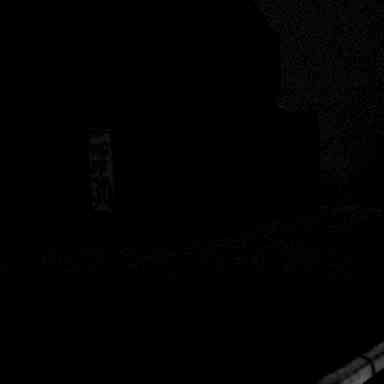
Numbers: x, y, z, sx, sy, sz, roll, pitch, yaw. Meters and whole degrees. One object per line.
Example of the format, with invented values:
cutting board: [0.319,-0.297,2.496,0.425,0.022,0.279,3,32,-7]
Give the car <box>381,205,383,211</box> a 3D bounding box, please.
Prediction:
car: [26.395,2.022,42.961,2.033,1.411,5.357,-2,-1,7]
